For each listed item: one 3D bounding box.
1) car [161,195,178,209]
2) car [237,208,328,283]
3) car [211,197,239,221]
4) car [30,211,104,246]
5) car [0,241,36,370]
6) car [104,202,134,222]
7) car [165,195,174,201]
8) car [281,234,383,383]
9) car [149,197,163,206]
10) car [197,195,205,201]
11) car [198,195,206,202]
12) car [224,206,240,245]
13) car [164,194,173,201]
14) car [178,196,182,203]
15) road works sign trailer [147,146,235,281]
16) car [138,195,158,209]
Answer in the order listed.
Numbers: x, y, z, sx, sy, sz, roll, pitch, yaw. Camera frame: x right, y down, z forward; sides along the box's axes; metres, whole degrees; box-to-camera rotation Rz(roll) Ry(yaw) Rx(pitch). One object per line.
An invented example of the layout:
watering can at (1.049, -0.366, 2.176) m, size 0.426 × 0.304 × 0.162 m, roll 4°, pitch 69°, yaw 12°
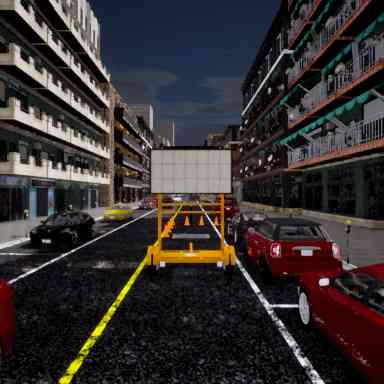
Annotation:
car at (-3.226, 1.496, 44.150) m, size 1.837 × 1.490 × 4.892 m, roll 0°, pitch 0°, yaw 0°
car at (2.665, 1.440, 9.676) m, size 1.967 × 1.590 × 4.097 m, roll 0°, pitch 0°, yaw 0°
car at (2.617, 1.312, 26.585) m, size 2.192 × 1.841 × 5.009 m, roll 0°, pitch 0°, yaw 0°
car at (-5.732, 1.565, 15.290) m, size 1.947 × 1.339 × 4.313 m, roll 0°, pitch 0°, yaw 0°
car at (-3.105, 1.478, 2.047) m, size 1.882 × 1.535 × 5.008 m, roll 0°, pitch 0°, yaw 0°
car at (-5.764, 1.523, 26.394) m, size 1.752 × 1.417 × 4.829 m, roll 0°, pitch 0°, yaw 0°
car at (-5.944, 1.516, 88.565) m, size 1.887 × 1.381 × 4.507 m, roll 0°, pitch 0°, yaw 0°
car at (2.682, 1.545, 4.039) m, size 1.887 × 1.381 × 4.507 m, roll 0°, pitch 0°, yaw 0°
car at (-5.847, 1.569, 54.747) m, size 1.802 × 1.307 × 4.206 m, roll 0°, pitch 0°, yaw 0°
car at (2.437, 1.516, 88.585) m, size 1.887 × 1.381 × 4.507 m, roll 0°, pitch 0°, yaw 0°
car at (2.469, 1.502, 77.482) m, size 1.752 × 1.417 × 4.829 m, roll 0°, pitch 0°, yaw 0°
car at (2.649, 1.550, 15.312) m, size 2.008 × 1.369 × 4.403 m, roll 0°, pitch 0°, yaw 0°
car at (-5.927, 1.414, 82.927) m, size 1.967 × 1.590 × 4.097 m, roll 0°, pitch 0°, yaw 0°
car at (-3.199, 1.507, 69.123) m, size 1.812 × 1.442 × 4.674 m, roll 0°, pitch 0°, yaw 0°
road works sign trailer at (-0.027, 0.464, 9.800) m, size 2.380 × 3.560 × 2.880 m, roll 0°, pitch 0°, yaw 0°
car at (-5.813, 1.432, 43.474) m, size 1.967 × 1.590 × 4.097 m, roll 0°, pitch 0°, yaw 0°
